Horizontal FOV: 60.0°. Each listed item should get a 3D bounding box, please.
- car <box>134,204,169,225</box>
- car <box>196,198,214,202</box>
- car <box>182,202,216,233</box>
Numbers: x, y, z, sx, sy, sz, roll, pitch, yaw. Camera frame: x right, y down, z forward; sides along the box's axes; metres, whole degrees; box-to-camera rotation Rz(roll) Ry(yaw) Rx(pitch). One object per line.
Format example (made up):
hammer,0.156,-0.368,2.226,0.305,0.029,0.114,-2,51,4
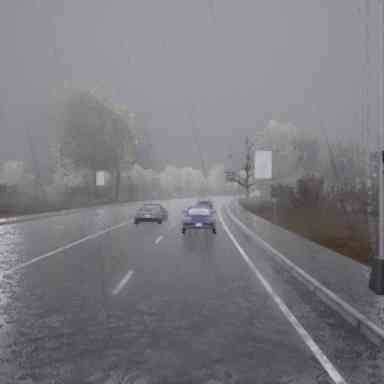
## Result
car,-2.875,1.543,24.239,1.994,1.385,4.181,0,0,3
car,1.561,1.477,39.742,1.837,1.490,4.892,0,0,4
car,0.432,1.512,19.393,1.812,1.442,4.674,0,0,2
